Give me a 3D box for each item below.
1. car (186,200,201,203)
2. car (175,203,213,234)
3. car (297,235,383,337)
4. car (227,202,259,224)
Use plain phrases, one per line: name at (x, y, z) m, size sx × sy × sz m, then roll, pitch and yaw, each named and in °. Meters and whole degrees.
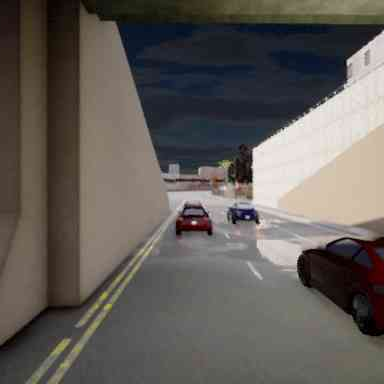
car at (0.108, 1.507, 33.790) m, size 1.895 × 1.301 × 4.718 m, roll 0°, pitch 0°, yaw 0°
car at (0.105, 1.510, 18.749) m, size 1.994 × 1.385 × 4.181 m, roll 0°, pitch 0°, yaw 0°
car at (3.602, 1.545, 6.623) m, size 1.994 × 1.385 × 4.181 m, roll 0°, pitch 0°, yaw 0°
car at (3.606, 1.459, 23.831) m, size 1.812 × 1.442 × 4.674 m, roll 0°, pitch 0°, yaw 0°
